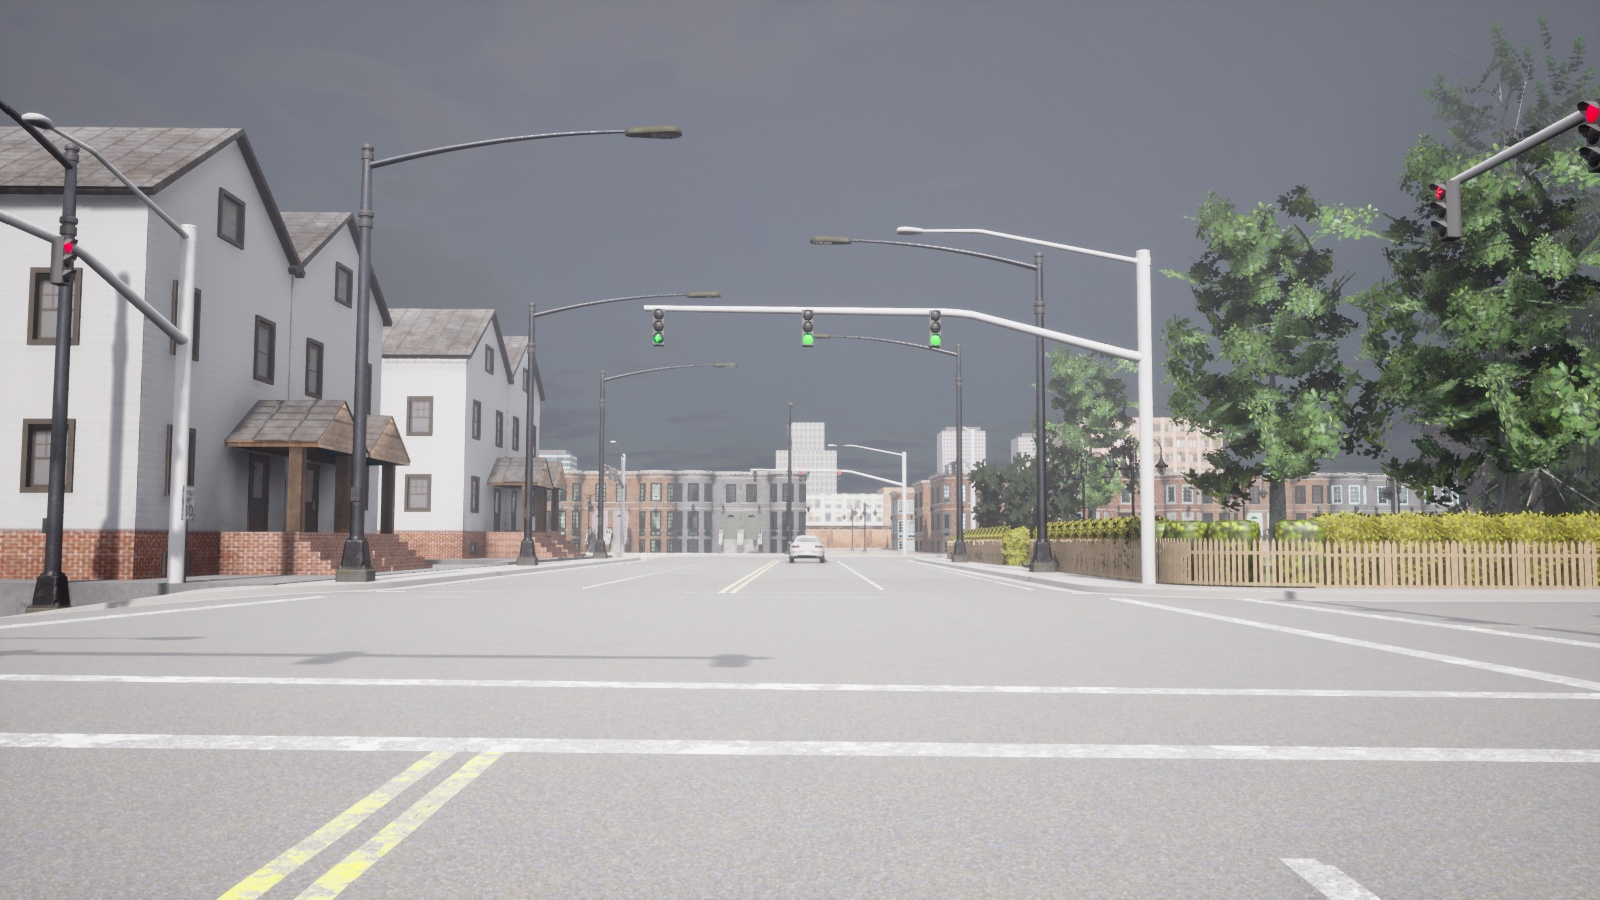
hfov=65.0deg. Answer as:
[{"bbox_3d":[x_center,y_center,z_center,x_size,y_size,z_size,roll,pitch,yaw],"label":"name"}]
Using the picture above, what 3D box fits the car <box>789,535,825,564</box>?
[{"bbox_3d":[0.363,5.250,66.563,1.812,1.442,4.674,0,-4,0],"label":"car"}]
